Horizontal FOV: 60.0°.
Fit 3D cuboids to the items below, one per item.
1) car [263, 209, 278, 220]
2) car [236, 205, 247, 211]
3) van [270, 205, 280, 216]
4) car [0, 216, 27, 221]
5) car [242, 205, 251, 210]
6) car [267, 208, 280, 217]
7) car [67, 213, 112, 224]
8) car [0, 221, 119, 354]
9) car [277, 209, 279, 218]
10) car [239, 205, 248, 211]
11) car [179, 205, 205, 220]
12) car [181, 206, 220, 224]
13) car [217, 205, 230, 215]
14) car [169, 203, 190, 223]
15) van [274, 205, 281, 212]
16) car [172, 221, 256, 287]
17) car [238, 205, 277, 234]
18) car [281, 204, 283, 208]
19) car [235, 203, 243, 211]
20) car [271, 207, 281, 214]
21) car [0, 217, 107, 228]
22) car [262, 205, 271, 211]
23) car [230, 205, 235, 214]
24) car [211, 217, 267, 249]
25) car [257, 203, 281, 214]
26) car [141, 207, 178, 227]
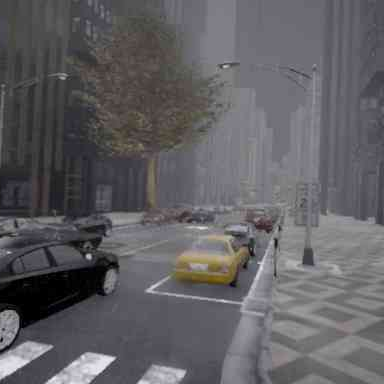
[{"bbox_3d":[11.276,3.163,47.491,1.887,1.381,4.507,2,-1,16],"label":"car"},{"bbox_3d":[12.103,3.935,81.627,2.008,1.369,4.403,2,-1,16],"label":"car"},{"bbox_3d":[15.795,3.494,63.398,1.690,1.788,3.998,2,-1,16],"label":"van"},{"bbox_3d":[-7.446,1.625,12.713,2.008,1.369,4.403,2,-1,16],"label":"car"},{"bbox_3d":[15.110,4.293,92.229,2.008,1.369,4.403,2,-1,16],"label":"car"},{"bbox_3d":[14.283,3.519,58.093,1.887,1.381,4.507,2,-1,16],"label":"car"},{"bbox_3d":[-5.943,1.817,18.014,1.947,1.339,4.313,2,-1,16],"label":"car"},{"bbox_3d":[-3.225,1.610,6.502,1.882,1.535,5.008,2,-1,16],"label":"car"},{"bbox_3d":[8.267,2.829,36.890,1.947,1.339,4.313,2,-1,16],"label":"car"},{"bbox_3d":[13.561,4.083,86.765,1.752,1.417,4.829,2,-1,16],"label":"car"},{"bbox_3d":[0.077,2.399,39.220,1.967,1.590,4.097,2,-1,16],"label":"car"},{"bbox_3d":[0.944,2.401,32.505,2.033,1.411,5.357,2,-1,16],"label":"car"},{"bbox_3d":[4.589,2.933,55.124,1.967,1.590,4.097,2,-1,16],"label":"car"},{"bbox_3d":[-1.421,2.097,33.922,2.192,1.841,5.009,2,-1,16],"label":"car"},{"bbox_3d":[21.809,4.208,84.600,1.690,1.788,3.998,2,-1,16],"label":"van"},{"bbox_3d":[0.798,1.909,10.551,1.752,1.417,4.829,2,-1,16],"label":"car"},{"bbox_3d":[5.271,2.223,26.294,2.192,1.841,5.009,2,-1,16],"label":"car"},{"bbox_3d":[12.789,3.112,52.797,2.192,1.841,5.009,2,-1,16],"label":"car"},{"bbox_3d":[10.609,3.521,76.331,2.192,1.841,5.009,2,-1,16],"label":"car"},{"bbox_3d":[18.793,4.075,73.994,1.947,1.339,4.313,2,-1,16],"label":"car"},{"bbox_3d":[-5.082,1.747,11.305,1.895,1.301,4.718,2,-1,16],"label":"car"},{"bbox_3d":[19.497,4.208,86.569,1.994,1.385,4.181,2,-1,16],"label":"car"},{"bbox_3d":[6.042,3.191,60.259,1.752,1.417,4.829,2,-1,16],"label":"car"},{"bbox_3d":[2.254,2.106,15.688,2.008,1.369,4.403,2,-1,16],"label":"car"},{"bbox_3d":[9.782,2.756,42.196,2.192,1.841,5.009,2,-1,16],"label":"car"},{"bbox_3d":[-2.936,2.186,28.615,1.802,1.307,4.206,2,-1,16],"label":"car"}]
